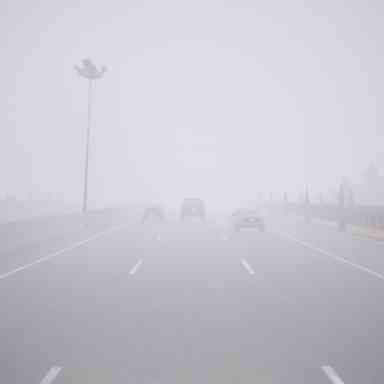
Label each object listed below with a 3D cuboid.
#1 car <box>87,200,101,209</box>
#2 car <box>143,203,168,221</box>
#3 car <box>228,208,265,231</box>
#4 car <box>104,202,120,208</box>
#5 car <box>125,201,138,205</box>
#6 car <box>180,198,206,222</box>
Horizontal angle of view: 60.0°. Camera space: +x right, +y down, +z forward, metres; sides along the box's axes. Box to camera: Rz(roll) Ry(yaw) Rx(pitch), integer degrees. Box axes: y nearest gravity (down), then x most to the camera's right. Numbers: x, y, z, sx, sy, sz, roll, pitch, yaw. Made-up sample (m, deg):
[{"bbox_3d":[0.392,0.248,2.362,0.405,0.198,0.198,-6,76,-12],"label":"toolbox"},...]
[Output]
[{"bbox_3d":[-17.509,2.215,58.351,2.097,1.767,4.553,0,-3,0],"label":"car"},{"bbox_3d":[-3.405,1.824,30.823,1.837,1.490,4.892,0,-1,0],"label":"car"},{"bbox_3d":[3.593,1.779,22.503,2.033,1.411,5.357,0,-1,0],"label":"car"},{"bbox_3d":[-14.009,2.430,58.377,1.994,1.385,4.181,0,-3,0],"label":"car"},{"bbox_3d":[-10.508,2.345,58.384,2.128,1.511,4.902,0,-3,0],"label":"car"},{"bbox_3d":[0.094,1.533,30.077,2.150,2.045,5.566,0,-1,0],"label":"car"}]
